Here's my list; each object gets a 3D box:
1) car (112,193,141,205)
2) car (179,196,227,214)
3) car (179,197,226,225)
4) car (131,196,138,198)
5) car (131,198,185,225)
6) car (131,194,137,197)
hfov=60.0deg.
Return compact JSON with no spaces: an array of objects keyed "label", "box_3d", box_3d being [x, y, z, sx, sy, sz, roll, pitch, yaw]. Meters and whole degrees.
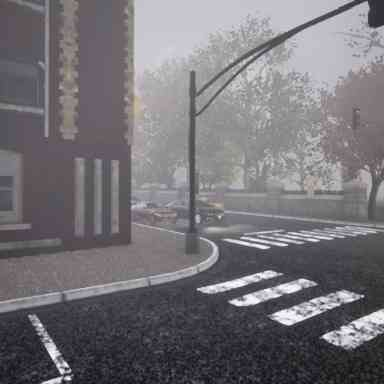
[{"label":"car","box_3d":[-8.693,0.861,43.860,2.008,1.369,4.403,1,0,-36]},{"label":"car","box_3d":[0.934,1.126,30.532,1.752,1.417,4.829,1,0,-36]},{"label":"car","box_3d":[0.145,1.205,21.668,1.837,1.490,4.892,0,1,-39]},{"label":"car","box_3d":[-5.765,1.157,25.492,1.802,1.307,4.206,2,0,-36]},{"label":"car","box_3d":[-2.523,1.255,21.004,1.802,1.307,4.206,2,0,-36]},{"label":"car","box_3d":[-5.705,1.027,29.816,1.837,1.490,4.892,0,1,-36]}]
